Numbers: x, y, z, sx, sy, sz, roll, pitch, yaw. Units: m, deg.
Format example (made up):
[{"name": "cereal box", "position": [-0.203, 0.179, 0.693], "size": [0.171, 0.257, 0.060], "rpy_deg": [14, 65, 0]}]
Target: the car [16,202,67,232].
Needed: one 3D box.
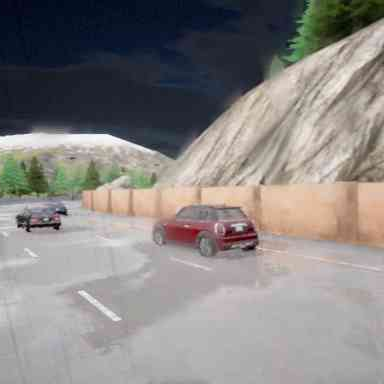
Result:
[{"name": "car", "position": [-9.591, 1.599, 20.610], "size": [2.033, 1.411, 5.357], "rpy_deg": [-1, 0, -35]}]

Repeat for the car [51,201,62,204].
[{"name": "car", "position": [-13.576, 1.619, 32.591], "size": [1.994, 1.385, 4.181], "rpy_deg": [-1, 1, -31]}]

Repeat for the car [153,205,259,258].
[{"name": "car", "position": [0.329, 1.260, 12.701], "size": [2.097, 1.767, 4.553], "rpy_deg": [-1, 0, -35]}]
